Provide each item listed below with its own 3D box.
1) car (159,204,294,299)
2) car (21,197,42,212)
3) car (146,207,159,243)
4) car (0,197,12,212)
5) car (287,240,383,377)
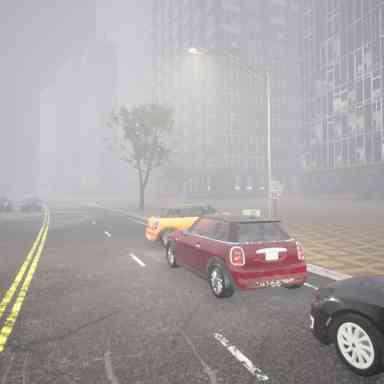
[{"bbox_3d":[0.856,1.355,8.879,2.097,1.767,4.553,0,0,-22],"label":"car"},{"bbox_3d":[-18.934,1.393,39.370,2.097,1.767,4.553,0,0,-24],"label":"car"},{"bbox_3d":[0.324,1.276,14.507,4.553,1.767,2.097,-3,1,-18],"label":"car"},{"bbox_3d":[-21.900,1.390,38.041,2.097,1.767,4.553,0,0,-24],"label":"car"},{"bbox_3d":[3.605,1.505,3.415,1.837,1.490,4.892,0,0,-36],"label":"car"}]
